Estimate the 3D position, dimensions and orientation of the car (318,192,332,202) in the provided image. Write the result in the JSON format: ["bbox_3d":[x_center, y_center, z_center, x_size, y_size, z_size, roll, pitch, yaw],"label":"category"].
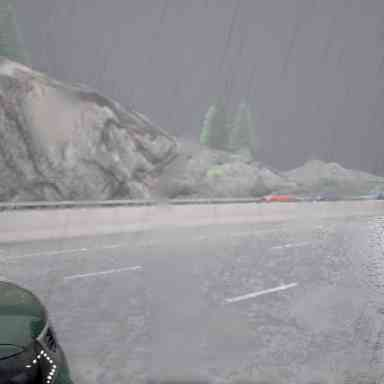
[{"bbox_3d":[16.646,0.741,41.525,4.553,1.767,2.097,0,1,-24],"label":"car"}]

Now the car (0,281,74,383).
[{"bbox_3d":[-3.485,1.189,1.476,5.566,2.045,2.150,-1,1,-36],"label":"car"}]
